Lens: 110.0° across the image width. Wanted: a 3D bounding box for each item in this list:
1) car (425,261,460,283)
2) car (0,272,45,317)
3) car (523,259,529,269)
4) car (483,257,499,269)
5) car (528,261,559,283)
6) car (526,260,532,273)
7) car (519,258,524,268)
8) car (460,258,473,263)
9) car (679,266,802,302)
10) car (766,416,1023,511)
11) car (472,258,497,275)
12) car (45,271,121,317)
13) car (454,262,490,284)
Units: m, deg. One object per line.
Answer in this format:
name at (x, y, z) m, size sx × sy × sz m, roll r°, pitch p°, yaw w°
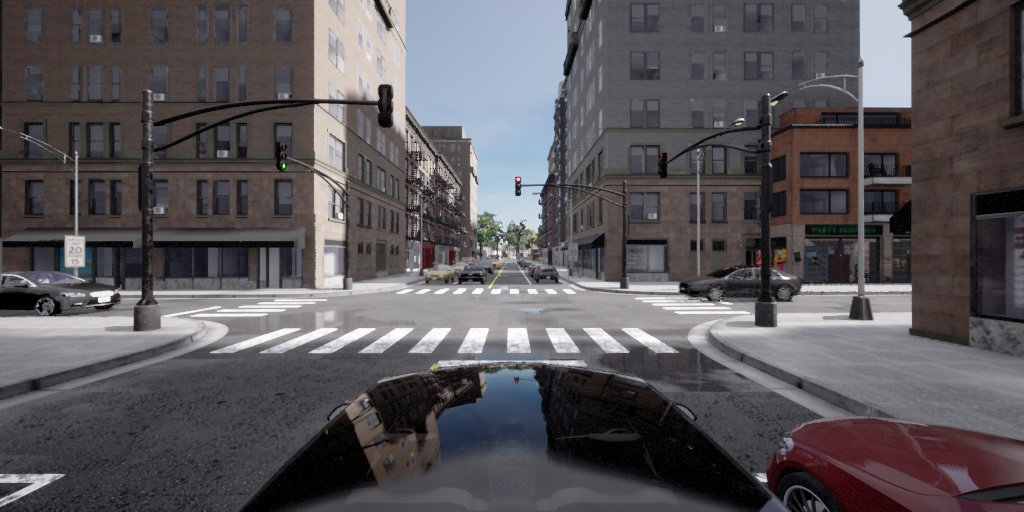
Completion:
car at (-5.468, 1.276, 27.618) m, size 1.751 × 1.417 × 4.829 m, roll 0°, pitch 0°, yaw 0°
car at (-5.399, 1.065, 0.780) m, size 2.192 × 1.841 × 5.009 m, roll 0°, pitch 0°, yaw 0°
car at (2.562, 1.303, 38.768) m, size 2.007 × 1.370 × 4.403 m, roll 0°, pitch 0°, yaw 0°
car at (-2.923, 1.233, 54.895) m, size 1.882 × 1.535 × 5.008 m, roll 0°, pitch 0°, yaw 0°
car at (2.584, 1.302, 27.804) m, size 2.007 × 1.370 × 4.403 m, roll 0°, pitch 0°, yaw 0°
car at (2.573, 1.297, 33.286) m, size 1.888 × 1.381 × 4.507 m, roll 0°, pitch 0°, yaw 0°
car at (2.528, 1.306, 55.213) m, size 2.007 × 1.370 × 4.403 m, roll 0°, pitch 0°, yaw 0°
car at (-5.487, 1.278, 38.581) m, size 1.751 × 1.417 × 4.829 m, roll 0°, pitch 0°, yaw 0°
car at (10.039, 1.204, 15.959) m, size 4.892 × 1.490 × 1.837 m, roll 0°, pitch 0°, yaw 0°
car at (2.640, 1.332, 0.796) m, size 1.802 × 1.307 × 4.207 m, roll 0°, pitch 0°, yaw 0°
car at (-2.924, 1.258, 38.757) m, size 1.837 × 1.490 × 4.892 m, roll 0°, pitch 0°, yaw 0°
car at (-17.092, 1.310, 12.928) m, size 4.902 × 1.511 × 2.128 m, roll 0°, pitch 0°, yaw 1°
car at (-2.884, 1.352, 26.689) m, size 1.895 × 1.301 × 4.718 m, roll 0°, pitch 0°, yaw -1°
